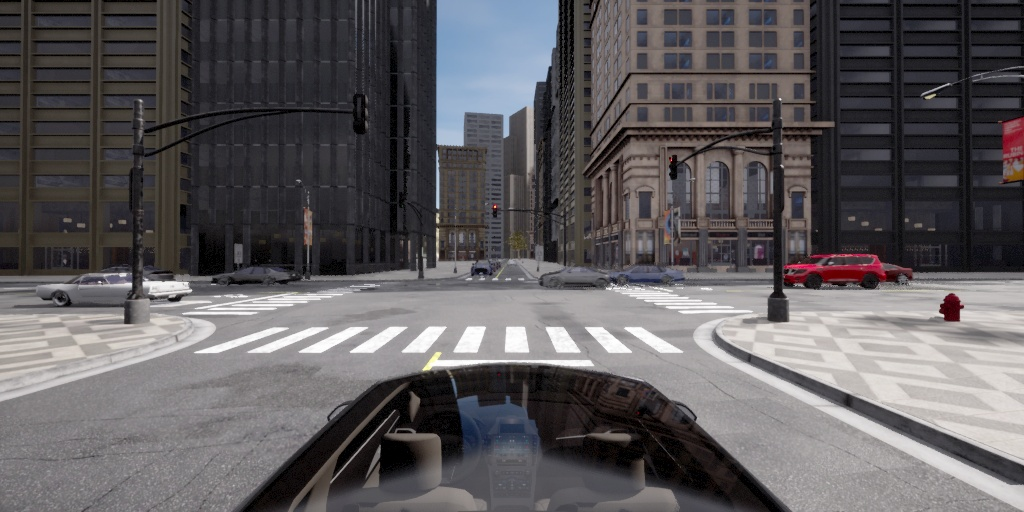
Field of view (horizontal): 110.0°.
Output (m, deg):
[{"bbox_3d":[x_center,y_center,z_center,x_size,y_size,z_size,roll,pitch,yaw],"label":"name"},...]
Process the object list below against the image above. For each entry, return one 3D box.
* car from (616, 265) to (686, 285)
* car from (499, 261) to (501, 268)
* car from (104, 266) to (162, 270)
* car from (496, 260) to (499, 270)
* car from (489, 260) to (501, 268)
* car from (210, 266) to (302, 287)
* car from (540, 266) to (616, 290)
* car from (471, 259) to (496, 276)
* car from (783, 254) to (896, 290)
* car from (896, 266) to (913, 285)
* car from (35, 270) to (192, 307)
[{"bbox_3d":[9.154,1.302,25.121,5.357,1.411,2.033,0,0,3],"label":"car"},{"bbox_3d":[-3.069,1.400,55.402,1.994,1.385,4.181,0,0,0],"label":"car"},{"bbox_3d":[-23.335,1.334,21.657,4.902,1.511,2.128,0,0,0],"label":"car"},{"bbox_3d":[-3.070,1.377,46.370,1.994,1.385,4.181,0,0,0],"label":"car"},{"bbox_3d":[-3.048,1.430,65.369,1.994,1.385,4.181,0,0,0],"label":"car"},{"bbox_3d":[-17.649,1.391,24.912,5.357,1.411,2.033,0,0,0],"label":"car"},{"bbox_3d":[3.767,1.306,21.686,4.181,1.385,1.994,0,0,0],"label":"car"},{"bbox_3d":[-3.058,1.145,37.598,2.097,1.767,4.553,0,0,0],"label":"car"},{"bbox_3d":[19.138,0.926,21.706,5.566,2.045,2.150,0,0,0],"label":"car"},{"bbox_3d":[24.741,1.191,24.960,5.008,1.535,1.882,0,0,0],"label":"car"},{"bbox_3d":[-16.379,1.366,14.963,4.718,1.301,1.895,0,0,0],"label":"car"}]
